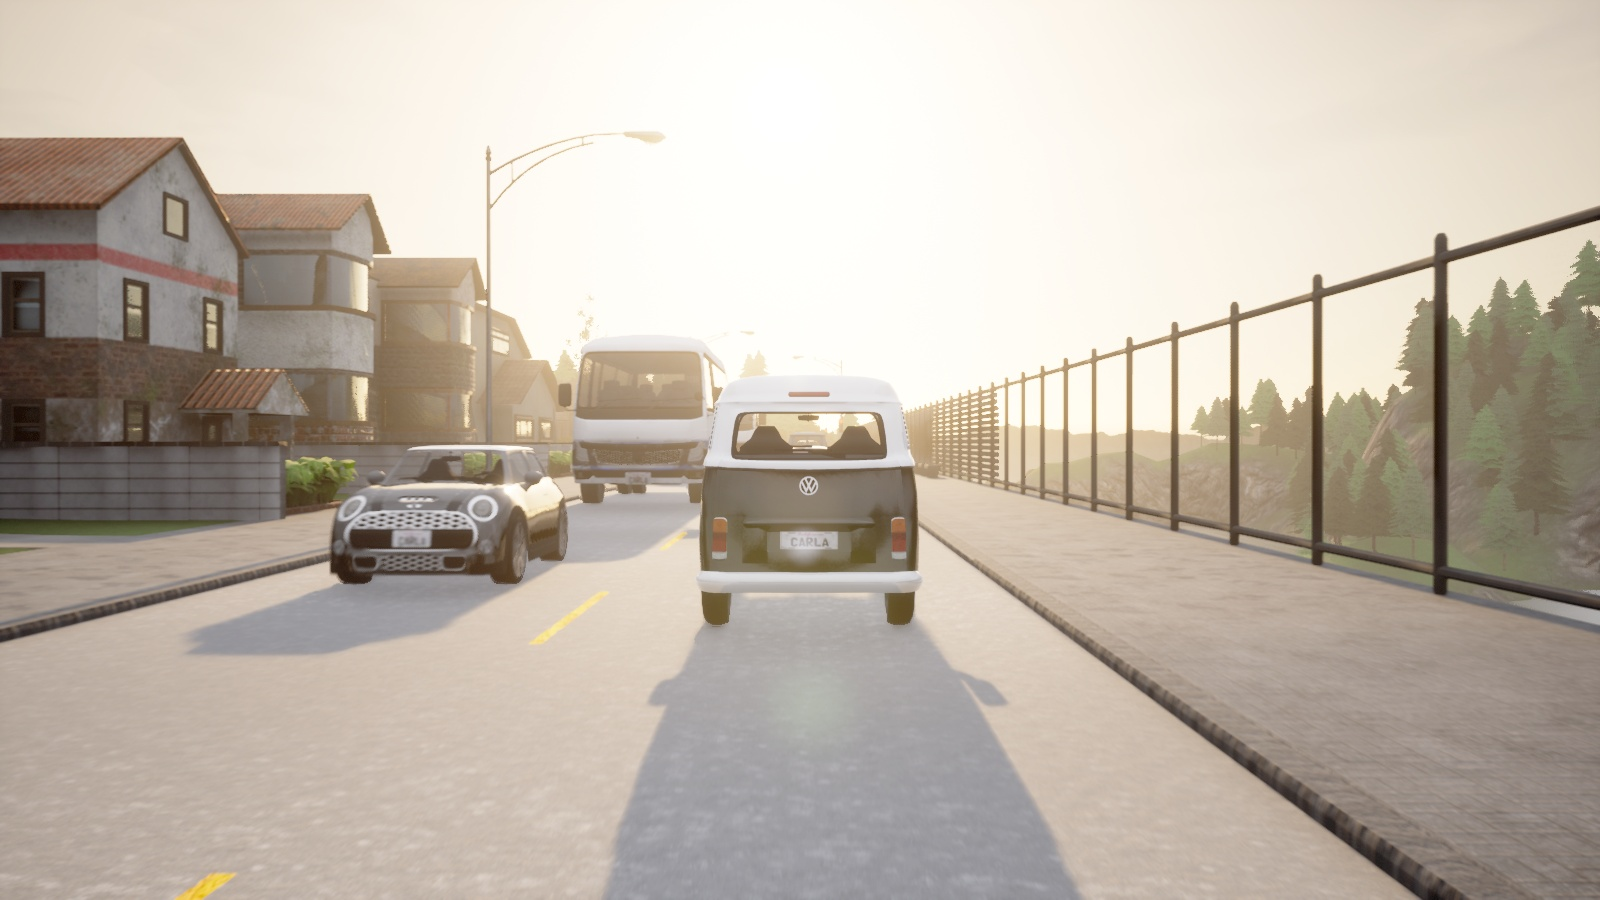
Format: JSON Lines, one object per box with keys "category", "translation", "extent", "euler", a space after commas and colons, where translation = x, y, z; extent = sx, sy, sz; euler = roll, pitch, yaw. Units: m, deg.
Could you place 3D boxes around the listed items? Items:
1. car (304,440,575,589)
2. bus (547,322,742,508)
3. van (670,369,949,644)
{"category": "car", "translation": [-3.904, 0.628, 14.308], "extent": [1.970, 1.475, 3.806], "euler": [0, 0, 0]}
{"category": "bus", "translation": [-3.791, -0.824, 33.818], "extent": [3.944, 4.253, 10.273], "euler": [0, 0, 0]}
{"category": "van", "translation": [0.081, 0.405, 11.553], "extent": [2.069, 2.038, 4.480], "euler": [0, 0, 0]}
